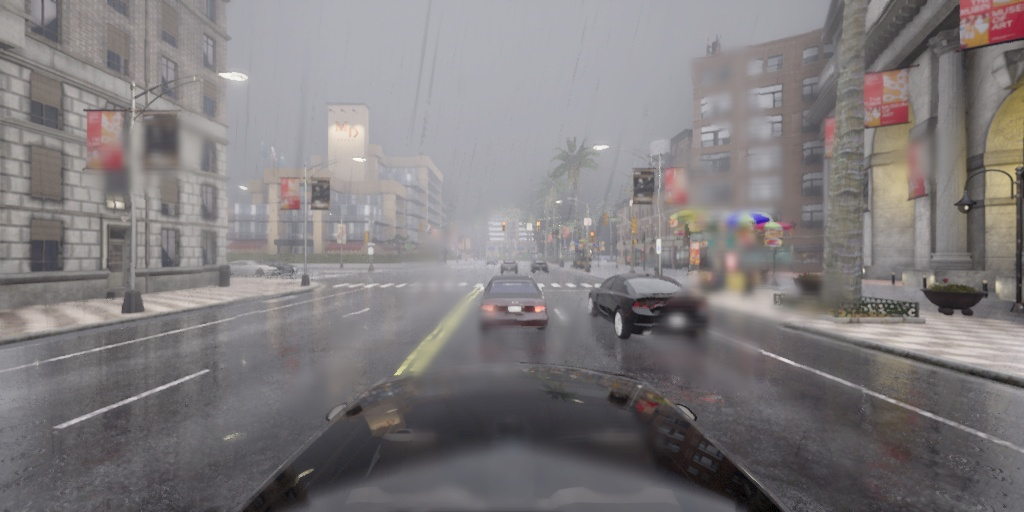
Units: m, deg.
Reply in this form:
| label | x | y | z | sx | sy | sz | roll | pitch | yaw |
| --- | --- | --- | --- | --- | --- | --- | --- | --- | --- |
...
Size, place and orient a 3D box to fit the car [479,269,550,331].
| label | x | y | z | sx | sy | sz | roll | pitch | yaw |
| --- | --- | --- | --- | --- | --- | --- | --- | --- | --- |
| car | -0.006 | 1.282 | 10.864 | 2.033 | 1.411 | 5.357 | 0 | 0 | -2 |

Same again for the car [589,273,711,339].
| label | x | y | z | sx | sy | sz | roll | pitch | yaw |
| --- | --- | --- | --- | --- | --- | --- | --- | --- | --- |
| car | 3.485 | 1.214 | 10.050 | 1.882 | 1.535 | 5.008 | 0 | 0 | 0 |

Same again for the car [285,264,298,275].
| label | x | y | z | sx | sy | sz | roll | pitch | yaw |
| --- | --- | --- | --- | --- | --- | --- | --- | --- | --- |
| car | -24.484 | 1.182 | 36.448 | 4.902 | 1.511 | 2.128 | 0 | 0 | -1 |

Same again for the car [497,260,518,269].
| label | x | y | z | sx | sy | sz | roll | pitch | yaw |
| --- | --- | --- | --- | --- | --- | --- | --- | --- | --- |
| car | -0.330 | 1.173 | 42.263 | 2.128 | 1.511 | 4.902 | 0 | 0 | -1 |

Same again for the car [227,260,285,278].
| label | x | y | z | sx | sy | sz | roll | pitch | yaw |
| --- | --- | --- | --- | --- | --- | --- | --- | --- | --- |
| car | -24.043 | 1.222 | 32.940 | 4.674 | 1.442 | 1.812 | 0 | 0 | -1 |

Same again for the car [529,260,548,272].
| label | x | y | z | sx | sy | sz | roll | pitch | yaw |
| --- | --- | --- | --- | --- | --- | --- | --- | --- | --- |
| car | 3.169 | 1.186 | 42.421 | 1.837 | 1.490 | 4.892 | 0 | 0 | -1 |
